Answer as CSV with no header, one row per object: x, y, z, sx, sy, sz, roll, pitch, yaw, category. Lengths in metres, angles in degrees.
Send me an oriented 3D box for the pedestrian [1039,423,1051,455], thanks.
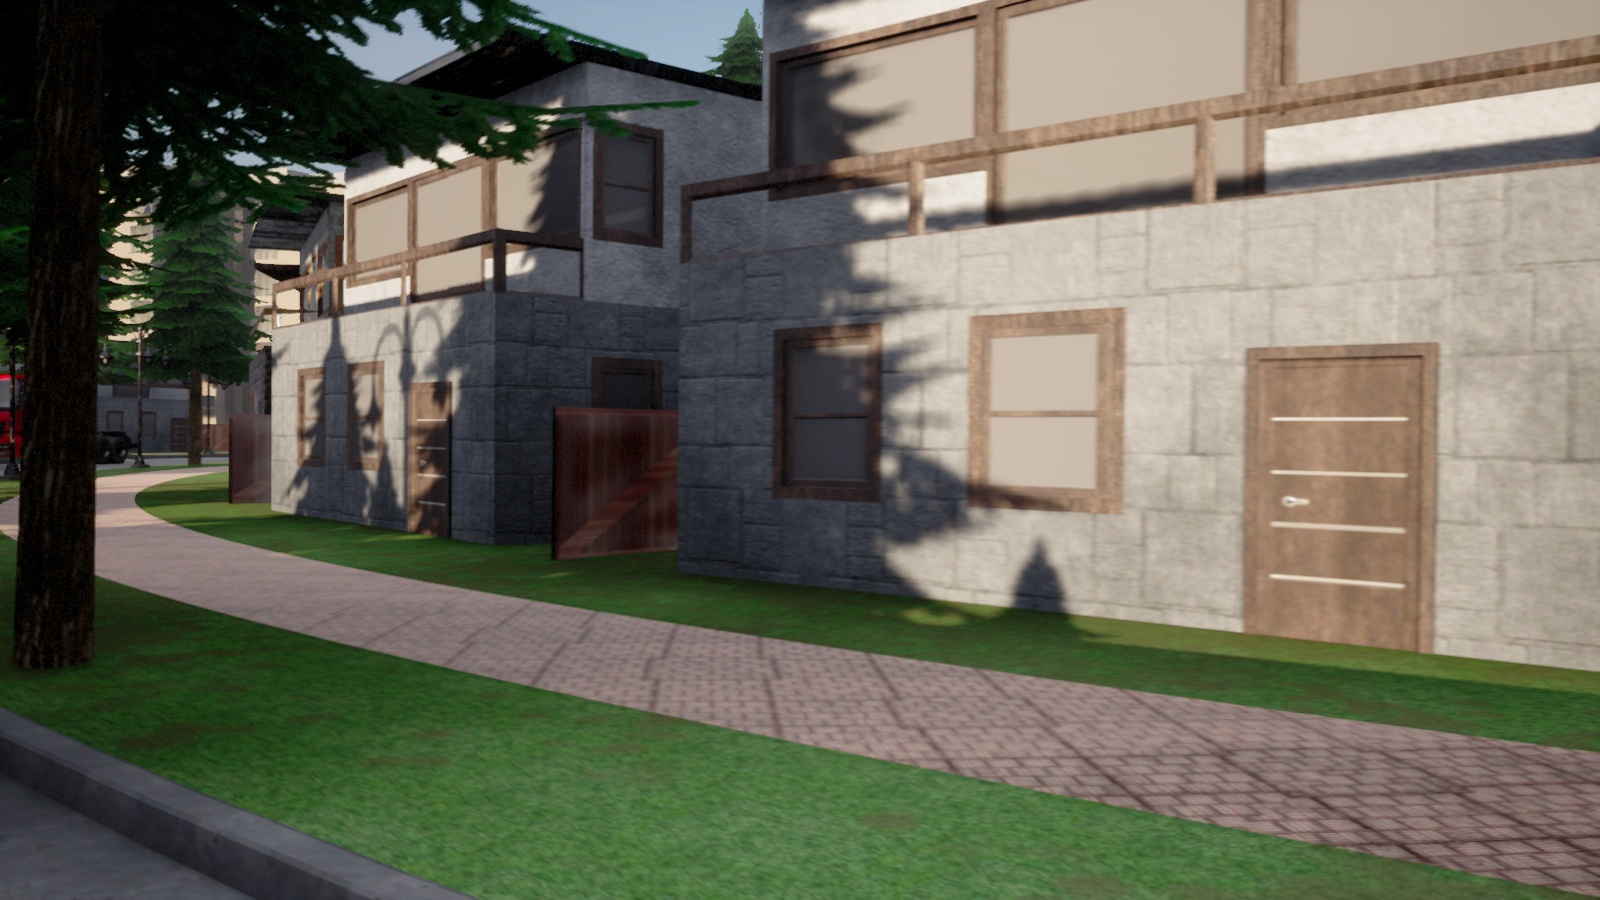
13.952,-0.629,71.556,0.634,1.846,0.331,0,1,18,pedestrian

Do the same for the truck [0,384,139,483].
-28.833,-0.621,47.884,2.891,3.462,7.936,0,1,1,truck
